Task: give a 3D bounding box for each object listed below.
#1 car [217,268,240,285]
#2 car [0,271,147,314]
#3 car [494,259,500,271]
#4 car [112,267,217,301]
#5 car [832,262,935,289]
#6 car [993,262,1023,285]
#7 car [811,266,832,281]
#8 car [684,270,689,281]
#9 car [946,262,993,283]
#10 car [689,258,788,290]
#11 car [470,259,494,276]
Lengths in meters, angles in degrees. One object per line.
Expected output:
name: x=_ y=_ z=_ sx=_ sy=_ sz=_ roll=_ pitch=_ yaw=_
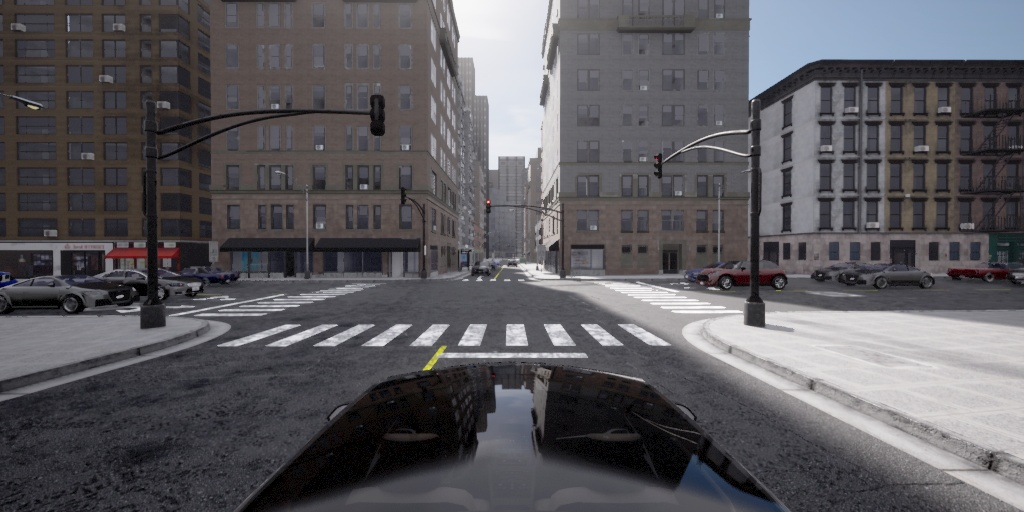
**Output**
car: x=-21.231 y=1.388 z=24.059 sx=4.718 sy=1.301 sz=1.895 roll=0 pitch=1 yaw=1
car: x=-17.529 y=1.442 z=14.194 sx=4.181 sy=1.385 sz=1.994 roll=0 pitch=1 yaw=0
car: x=-3.125 y=1.366 z=50.204 sx=1.895 sy=1.301 sz=4.718 roll=0 pitch=0 yaw=0
car: x=-17.799 y=1.335 z=17.453 sx=4.902 sy=1.511 sz=2.128 roll=0 pitch=1 yaw=1
car: x=21.987 y=1.148 z=21.104 sx=4.181 sy=1.385 sz=1.994 roll=0 pitch=1 yaw=-1
car: x=32.383 y=1.002 z=21.148 sx=4.902 sy=1.511 sz=2.128 roll=0 pitch=1 yaw=0
car: x=22.917 y=1.106 z=24.365 sx=4.181 sy=1.385 sz=1.994 roll=0 pitch=1 yaw=-1
car: x=14.170 y=1.127 z=24.311 sx=4.674 sy=1.442 sz=1.812 roll=0 pitch=1 yaw=0
car: x=32.837 y=1.073 z=24.400 sx=4.718 sy=1.301 sz=1.895 roll=0 pitch=1 yaw=0
car: x=13.344 y=0.994 z=21.035 sx=4.553 sy=1.767 sz=2.097 roll=0 pitch=1 yaw=-1
car: x=-3.124 y=1.260 z=37.047 sx=1.837 sy=1.490 sz=4.892 roll=0 pitch=0 yaw=0
